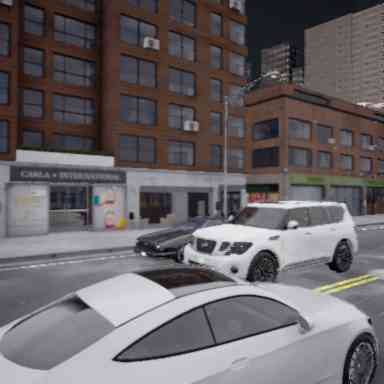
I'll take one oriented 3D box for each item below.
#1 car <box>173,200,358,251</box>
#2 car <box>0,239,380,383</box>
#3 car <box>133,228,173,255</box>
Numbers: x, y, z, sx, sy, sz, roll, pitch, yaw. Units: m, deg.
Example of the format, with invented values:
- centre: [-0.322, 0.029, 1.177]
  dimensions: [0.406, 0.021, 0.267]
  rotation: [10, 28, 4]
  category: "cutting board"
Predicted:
- centre: [2.470, 1.274, 9.437]
  dimensions: [5.566, 2.045, 2.150]
  rotation: [1, 0, -35]
  category: "car"
- centre: [0.099, 1.540, 3.507]
  dimensions: [4.674, 1.442, 1.812]
  rotation: [0, 0, -35]
  category: "car"
- centre: [0.631, 1.601, 12.117]
  dimensions: [5.357, 1.411, 2.033]
  rotation: [1, 0, -35]
  category: "car"
